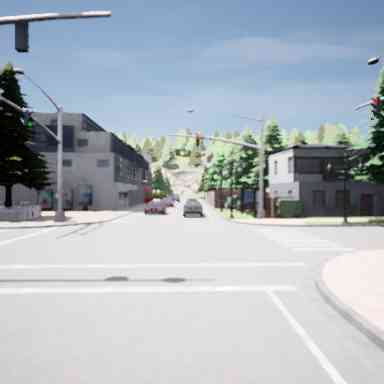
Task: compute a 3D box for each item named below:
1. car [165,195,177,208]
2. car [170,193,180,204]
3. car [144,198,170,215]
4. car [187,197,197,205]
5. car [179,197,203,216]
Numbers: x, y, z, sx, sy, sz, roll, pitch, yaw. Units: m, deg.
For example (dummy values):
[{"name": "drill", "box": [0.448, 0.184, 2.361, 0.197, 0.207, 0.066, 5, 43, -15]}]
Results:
[{"name": "car", "box": [-3.590, 1.515, 48.013, 1.812, 1.442, 4.674, 0, 0, 0]}, {"name": "car", "box": [-3.509, 1.312, 66.074, 2.150, 2.045, 5.566, 0, 0, 0]}, {"name": "car", "box": [-3.600, 1.554, 33.272, 1.994, 1.385, 4.181, 0, 0, 0]}, {"name": "car", "box": [-0.007, 1.587, 61.086, 1.895, 1.301, 4.718, 0, 0, 0]}, {"name": "car", "box": [0.096, 1.540, 32.167, 2.033, 1.411, 5.357, 0, 0, 0]}]
